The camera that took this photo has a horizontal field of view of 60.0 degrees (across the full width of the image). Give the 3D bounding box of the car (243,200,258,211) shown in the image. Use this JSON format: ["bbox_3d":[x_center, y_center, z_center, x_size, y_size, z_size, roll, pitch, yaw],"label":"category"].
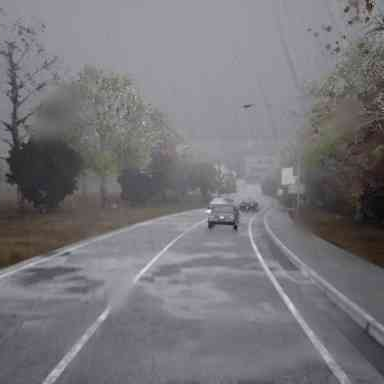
[{"bbox_3d":[7.284,1.619,42.373,1.895,1.301,4.718,2,0,16],"label":"car"}]

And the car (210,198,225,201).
[{"bbox_3d":[3.377,1.461,41.922,1.812,1.442,4.674,2,0,16],"label":"car"}]

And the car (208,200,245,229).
[{"bbox_3d":[2.175,1.534,21.868,2.033,1.411,5.357,1,0,10],"label":"car"}]
